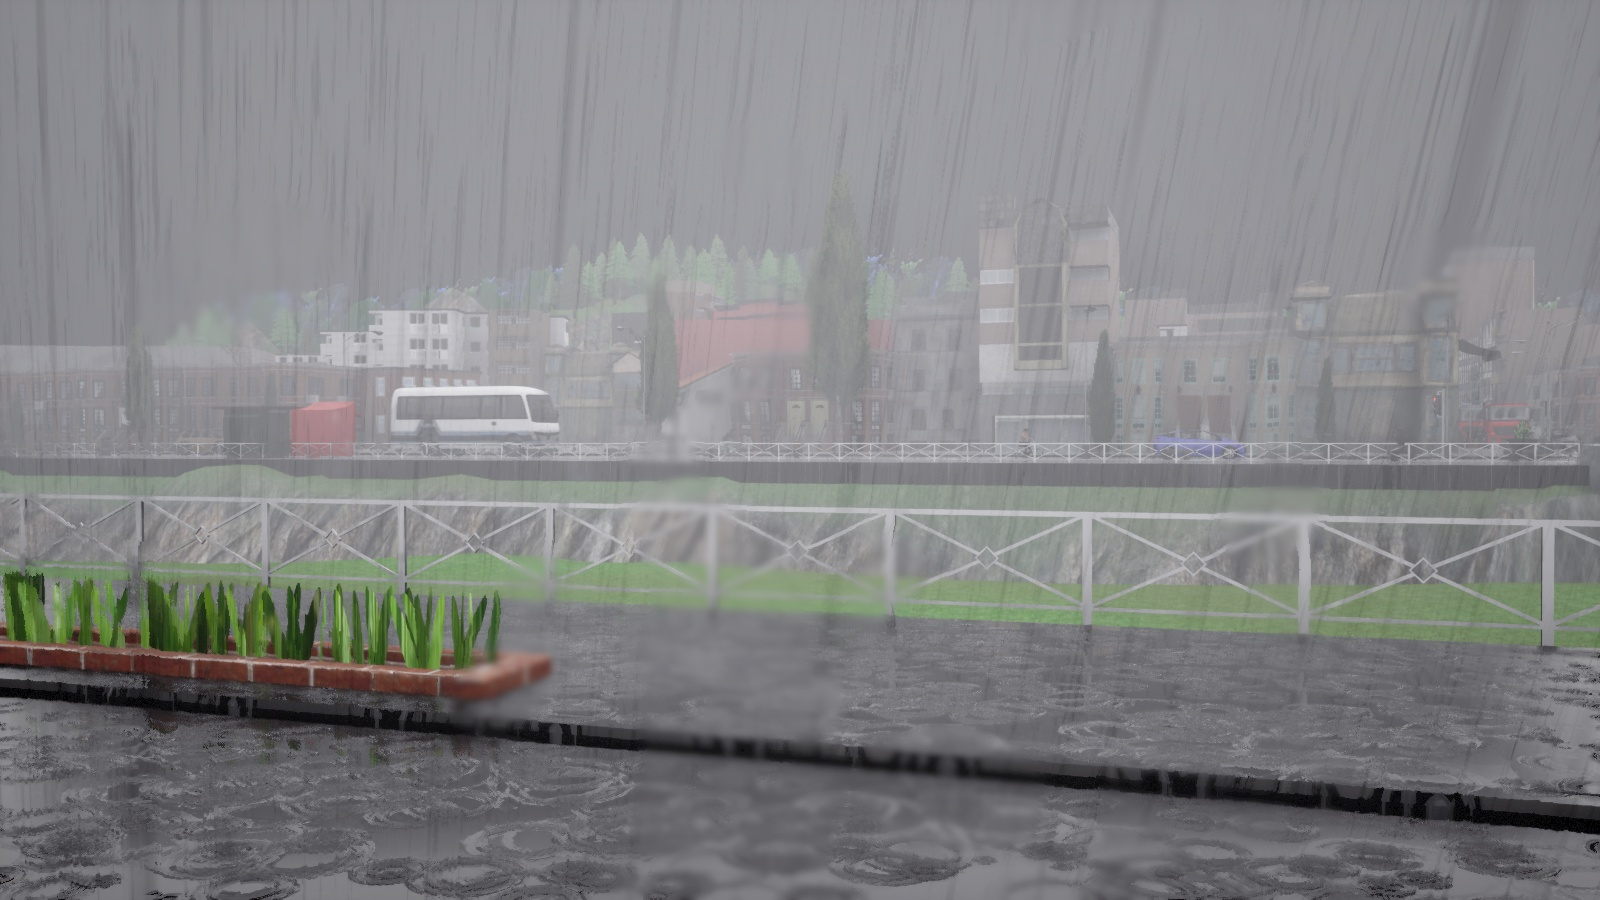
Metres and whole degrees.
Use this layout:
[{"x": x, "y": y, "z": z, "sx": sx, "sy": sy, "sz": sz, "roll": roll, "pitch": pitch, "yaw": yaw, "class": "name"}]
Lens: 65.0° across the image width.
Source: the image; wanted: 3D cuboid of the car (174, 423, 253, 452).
[{"x": -38.108, "y": -0.807, "z": 81.624, "sx": 4.605, "sy": 1.855, "sz": 1.932, "roll": 1, "pitch": 1, "yaw": 19, "class": "car"}]

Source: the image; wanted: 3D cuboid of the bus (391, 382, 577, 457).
[{"x": -18.887, "y": -1.824, "z": 75.150, "sx": 10.273, "sy": 4.253, "sz": 3.944, "roll": 1, "pitch": 1, "yaw": 19, "class": "bus"}]

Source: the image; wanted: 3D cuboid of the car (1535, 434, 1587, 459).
[{"x": 46.844, "y": -0.223, "z": 77.386, "sx": 1.816, "sy": 1.474, "sz": 4.193, "roll": 1, "pitch": 1, "yaw": 19, "class": "car"}]

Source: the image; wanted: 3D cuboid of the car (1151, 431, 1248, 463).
[{"x": 19.760, "y": -0.148, "z": 62.185, "sx": 4.514, "sy": 1.525, "sz": 2.007, "roll": 1, "pitch": 1, "yaw": 18, "class": "car"}]
